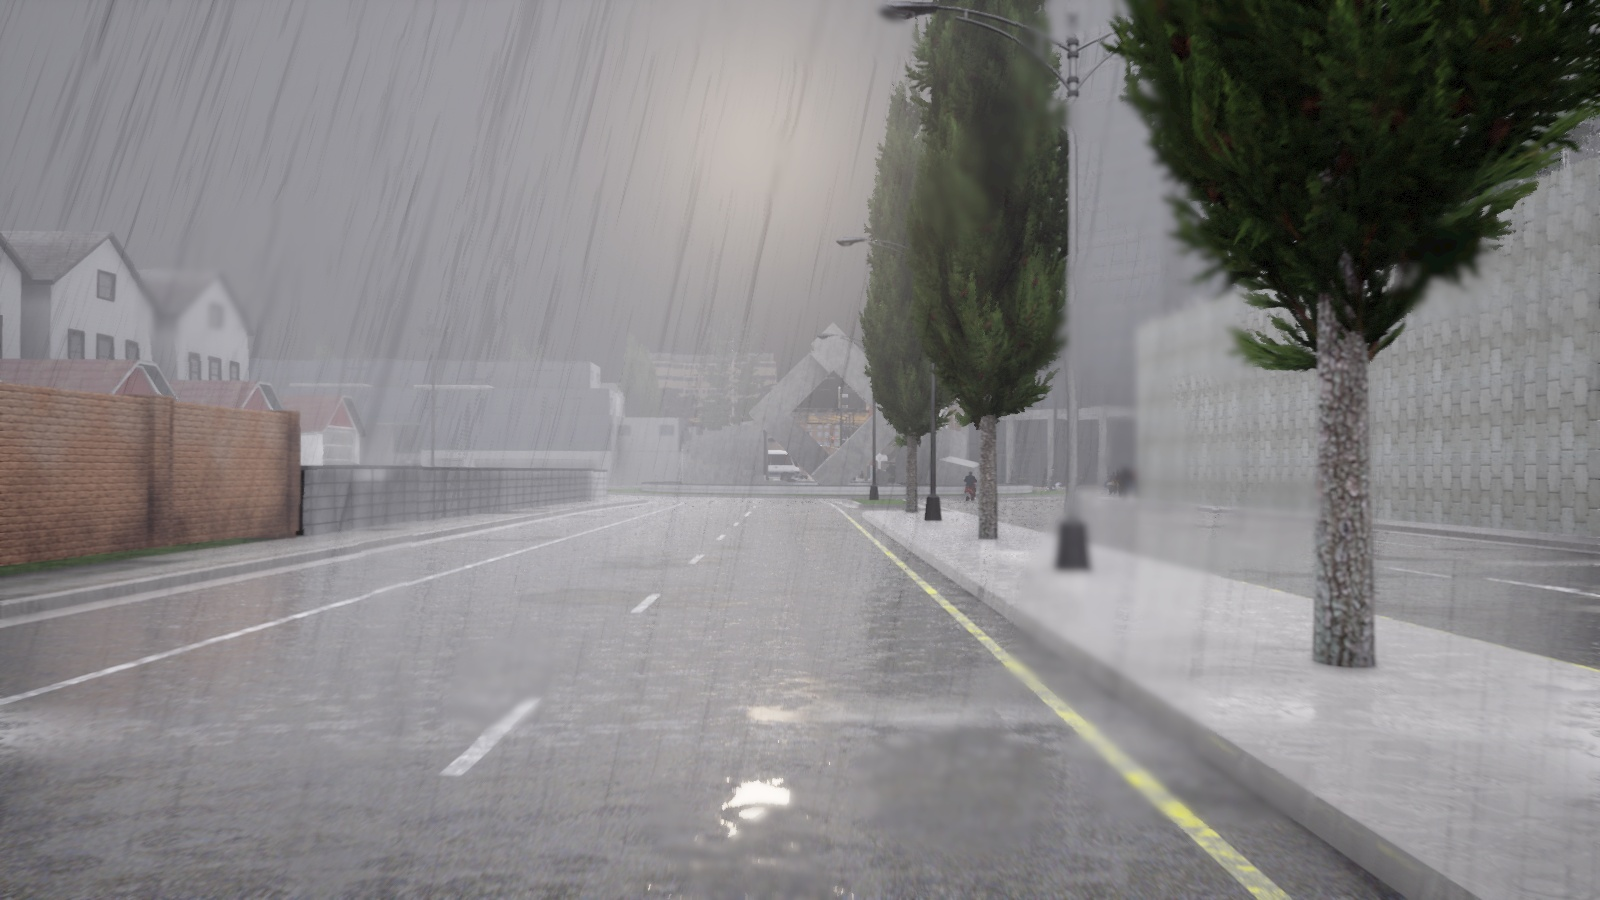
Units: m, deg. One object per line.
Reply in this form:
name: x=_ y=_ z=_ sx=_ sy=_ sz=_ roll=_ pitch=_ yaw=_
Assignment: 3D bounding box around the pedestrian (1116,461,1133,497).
pedestrian: x=16.930 y=1.497 z=65.433 sx=0.634 sy=1.844 sz=0.899 roll=-1 pitch=-1 yaw=28
